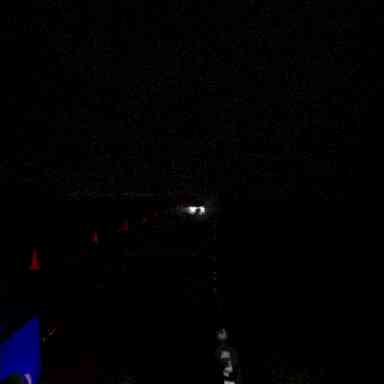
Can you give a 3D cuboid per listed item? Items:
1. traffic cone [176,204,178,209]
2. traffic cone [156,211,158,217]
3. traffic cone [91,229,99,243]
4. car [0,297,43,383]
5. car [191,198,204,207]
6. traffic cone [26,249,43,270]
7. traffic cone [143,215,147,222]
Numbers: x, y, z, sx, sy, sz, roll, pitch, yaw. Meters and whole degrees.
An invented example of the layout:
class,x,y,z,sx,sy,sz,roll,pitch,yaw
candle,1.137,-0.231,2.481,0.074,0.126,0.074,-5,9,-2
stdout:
class,x,y,z,sx,sy,sz,roll,pitch,yaw
traffic cone,-1.977,1.922,44.651,0.340,0.580,0.340,0,0,4
traffic cone,-3.121,1.935,29.696,0.340,0.580,0.340,0,0,4
traffic cone,-4.265,1.944,14.734,0.340,0.580,0.340,0,0,4
car,-2.405,1.475,1.192,1.882,1.535,5.008,0,0,1
car,0.941,1.563,51.780,1.895,1.301,4.718,0,0,4
traffic cone,-4.579,1.947,9.683,0.340,0.580,0.340,0,0,3
traffic cone,-3.502,1.939,24.710,0.340,0.580,0.340,0,0,4
